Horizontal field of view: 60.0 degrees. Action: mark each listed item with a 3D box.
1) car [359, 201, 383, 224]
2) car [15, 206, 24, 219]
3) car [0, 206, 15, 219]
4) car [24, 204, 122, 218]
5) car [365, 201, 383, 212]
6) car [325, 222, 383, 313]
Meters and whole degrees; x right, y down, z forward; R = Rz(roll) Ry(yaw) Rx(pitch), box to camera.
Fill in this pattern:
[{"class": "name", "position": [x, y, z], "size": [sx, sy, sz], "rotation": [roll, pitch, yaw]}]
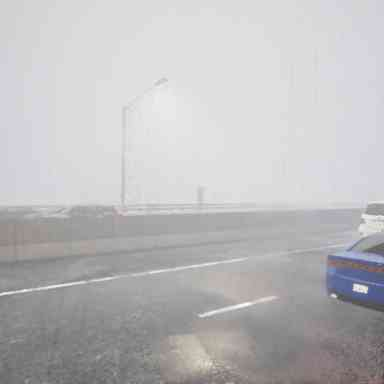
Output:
[{"class": "car", "position": [9.715, 1.418, 14.872], "size": [5.566, 2.045, 2.150], "rotation": [1, 0, -35]}, {"class": "car", "position": [-7.616, 1.562, 20.038], "size": [4.892, 1.490, 1.837], "rotation": [1, -1, -35]}, {"class": "car", "position": [-11.601, 1.589, 21.503], "size": [4.181, 1.385, 1.994], "rotation": [1, -1, -35]}, {"class": "car", "position": [-5.784, 1.405, 17.046], "size": [4.553, 1.767, 2.097], "rotation": [1, 0, -35]}, {"class": "car", "position": [27.599, 2.106, 48.508], "size": [5.008, 1.535, 1.882], "rotation": [1, -1, -33]}, {"class": "car", "position": [4.985, 1.574, 7.272], "size": [5.008, 1.535, 1.882], "rotation": [1, 0, -35]}]
